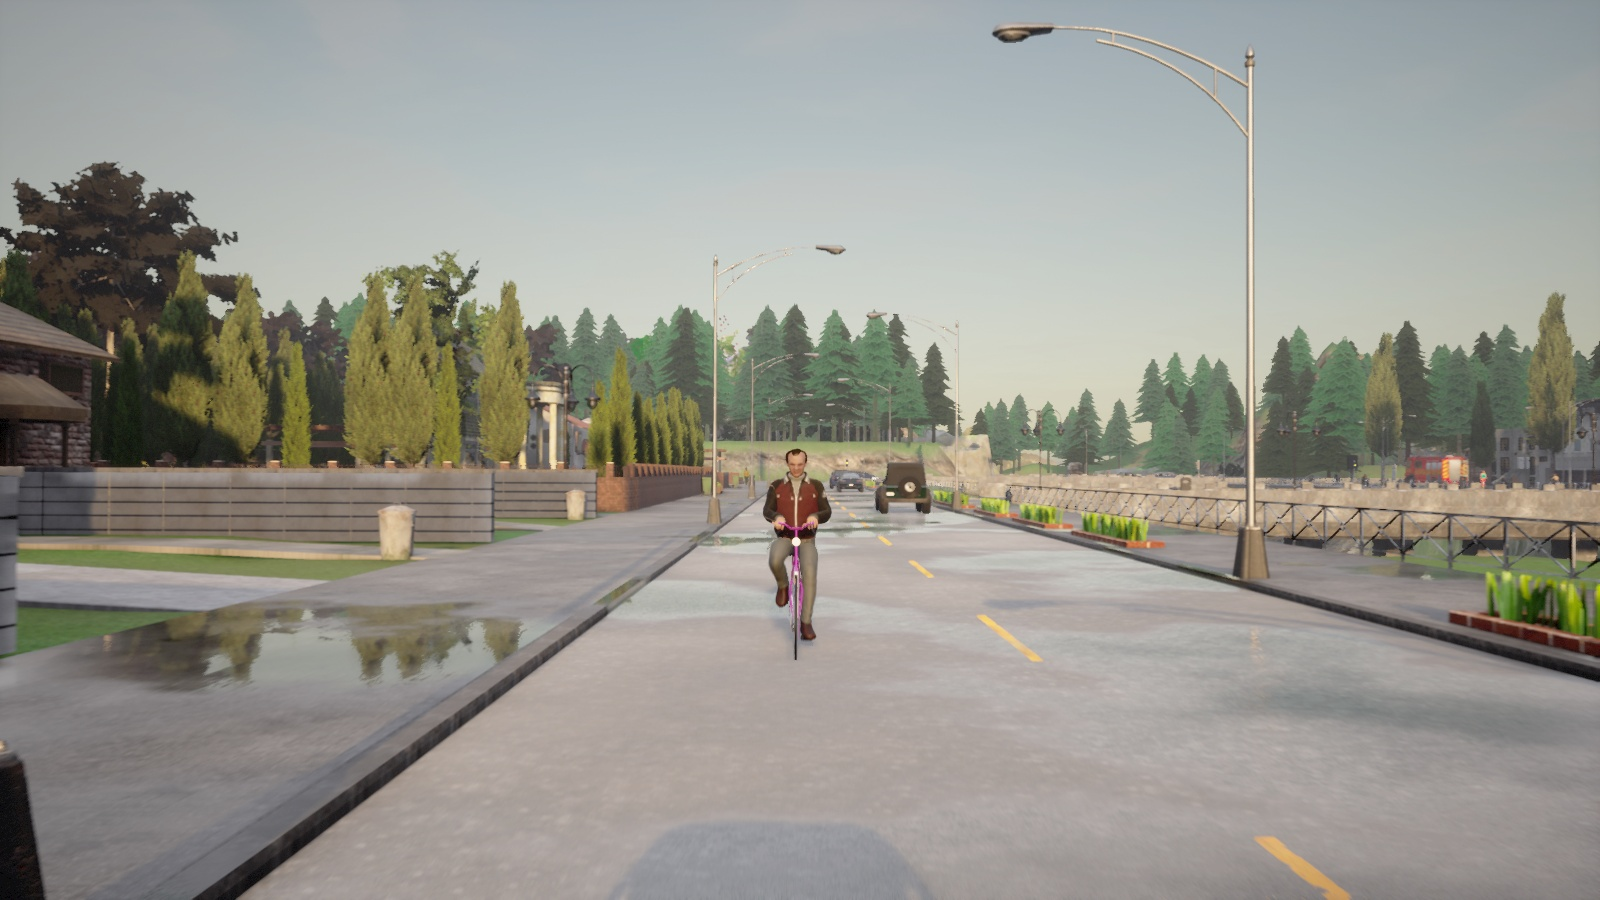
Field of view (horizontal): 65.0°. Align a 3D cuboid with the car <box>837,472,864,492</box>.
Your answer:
[{"bbox_3d":[3.777,2.415,94.968,1.812,1.442,4.674,0,-1,0],"label":"car"}]

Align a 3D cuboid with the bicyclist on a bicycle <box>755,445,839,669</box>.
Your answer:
[{"bbox_3d":[-0.026,0.868,10.895,0.659,1.776,1.843,0,-1,0],"label":"bicyclist on a bicycle"}]

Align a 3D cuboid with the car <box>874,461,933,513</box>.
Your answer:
[{"bbox_3d":[3.888,1.392,47.597,1.905,1.878,3.866,0,-1,0],"label":"car"}]
